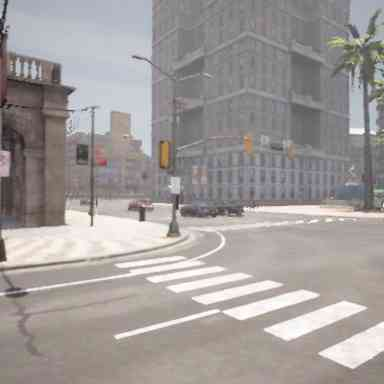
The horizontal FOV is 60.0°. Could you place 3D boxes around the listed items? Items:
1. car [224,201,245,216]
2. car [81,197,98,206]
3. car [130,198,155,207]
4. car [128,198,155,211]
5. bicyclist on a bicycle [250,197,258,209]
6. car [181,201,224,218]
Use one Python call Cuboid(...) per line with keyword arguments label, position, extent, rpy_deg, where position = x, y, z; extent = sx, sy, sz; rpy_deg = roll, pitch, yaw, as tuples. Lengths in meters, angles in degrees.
Cuboid(label="car", position=(3.323, 1.666, 34.479), extent=(1.837, 1.490, 4.892), rpy_deg=(1, 0, -35))
Cuboid(label="car", position=(-17.790, 1.640, 57.534), extent=(1.837, 1.490, 4.892), rpy_deg=(0, -1, -36))
Cuboid(label="car", position=(-8.562, 1.733, 56.877), extent=(2.033, 1.411, 5.357), rpy_deg=(1, 0, -36))
Cuboid(label="car", position=(-6.471, 1.661, 41.830), extent=(1.812, 1.442, 4.674), rpy_deg=(1, 0, -36))
Cuboid(label="bicyclist on a bicycle", position=(8.509, 1.539, 45.803), extent=(1.656, 1.620, 0.582), rpy_deg=(0, 0, -36))
Cuboid(label="car", position=(0.703, 1.699, 31.843), extent=(1.994, 1.385, 4.181), rpy_deg=(1, 0, -36))
